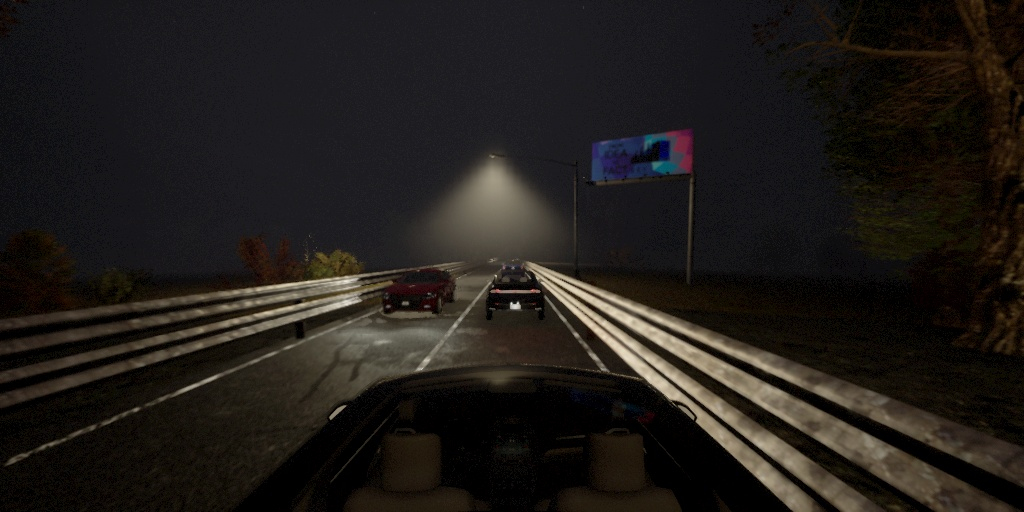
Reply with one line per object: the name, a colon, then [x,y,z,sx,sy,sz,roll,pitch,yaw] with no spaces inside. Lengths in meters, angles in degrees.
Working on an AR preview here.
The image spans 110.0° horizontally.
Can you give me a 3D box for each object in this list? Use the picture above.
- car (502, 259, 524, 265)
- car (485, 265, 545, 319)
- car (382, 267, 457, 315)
car: [0.098,1.092,33.604,2.097,1.767,4.553,0,0,0]
car: [0.099,1.238,12.689,2.128,1.511,4.902,0,0,0]
car: [-3.346,1.223,13.774,1.882,1.535,5.008,0,0,0]
